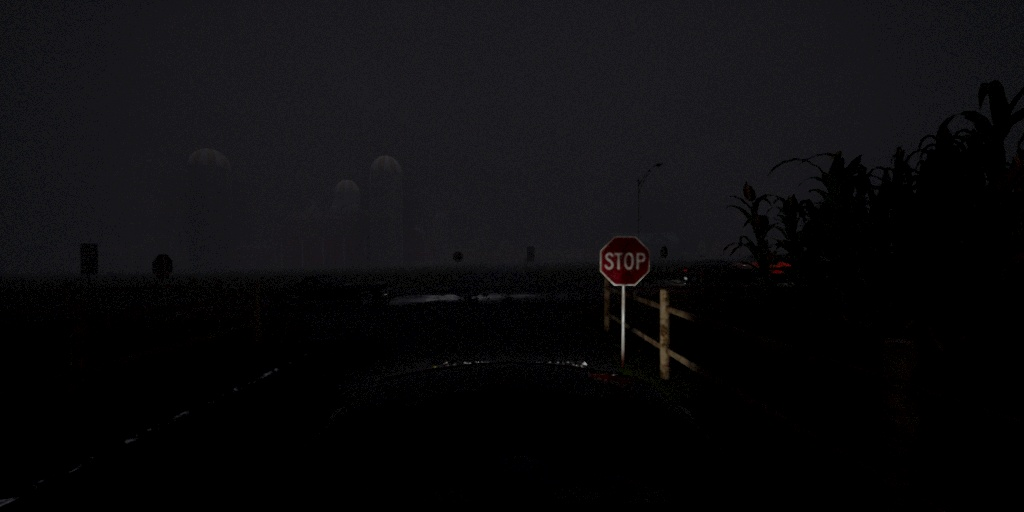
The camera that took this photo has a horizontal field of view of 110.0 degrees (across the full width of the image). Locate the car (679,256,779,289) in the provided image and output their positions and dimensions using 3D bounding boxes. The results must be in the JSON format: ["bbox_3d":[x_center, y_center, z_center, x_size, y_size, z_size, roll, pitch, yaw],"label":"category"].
[{"bbox_3d":[11.921,0.978,20.243,4.902,1.511,2.128,-1,1,-13],"label":"car"}]

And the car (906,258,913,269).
[{"bbox_3d":[33.386,0.489,28.551,4.892,1.490,1.837,-1,1,-15],"label":"car"}]

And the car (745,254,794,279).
[{"bbox_3d":[16.503,0.682,24.250,4.553,1.767,2.097,-1,1,-13],"label":"car"}]

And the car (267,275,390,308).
[{"bbox_3d":[-8.031,1.504,16.165,4.718,1.301,1.895,-1,1,-10],"label":"car"}]
